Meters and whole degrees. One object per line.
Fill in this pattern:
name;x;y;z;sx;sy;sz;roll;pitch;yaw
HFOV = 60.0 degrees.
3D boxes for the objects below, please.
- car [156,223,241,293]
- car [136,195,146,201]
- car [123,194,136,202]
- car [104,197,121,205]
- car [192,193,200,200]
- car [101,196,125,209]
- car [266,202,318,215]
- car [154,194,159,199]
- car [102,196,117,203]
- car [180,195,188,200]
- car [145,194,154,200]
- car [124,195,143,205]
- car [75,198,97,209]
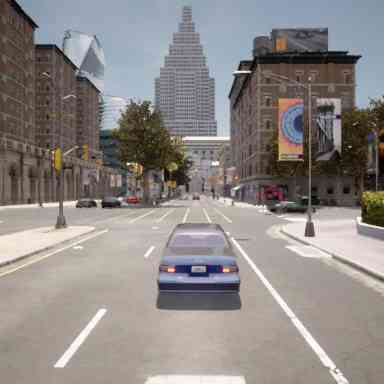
car;0.176;1.547;8.984;2.033;1.411;5.357;0;0;1
car;-13.847;1.472;89.781;1.882;1.535;5.008;0;0;1
car;-14.044;1.355;74.673;2.097;1.767;4.553;0;0;1
car;-14.302;1.601;59.963;1.895;1.301;4.718;0;0;1
car;1.158;1.350;90.063;2.097;1.767;4.553;0;0;1
car;-11.023;1.601;45.599;1.895;1.301;4.718;0;0;1
car;9.785;1.601;32.697;4.718;1.301;1.895;0;0;2
car;-10.328;1.344;91.219;2.097;1.767;4.553;0;0;1
car;-17.357;1.595;69.885;1.895;1.301;4.718;0;0;1
car;-2.342;1.519;90.138;1.812;1.442;4.674;0;0;1
car;-10.527;1.500;75.950;1.837;1.490;4.892;0;0;1
car;-10.791;1.477;60.685;1.882;1.535;5.008;0;0;1
car;-14.519;1.564;45.779;1.994;1.385;4.181;0;0;1
